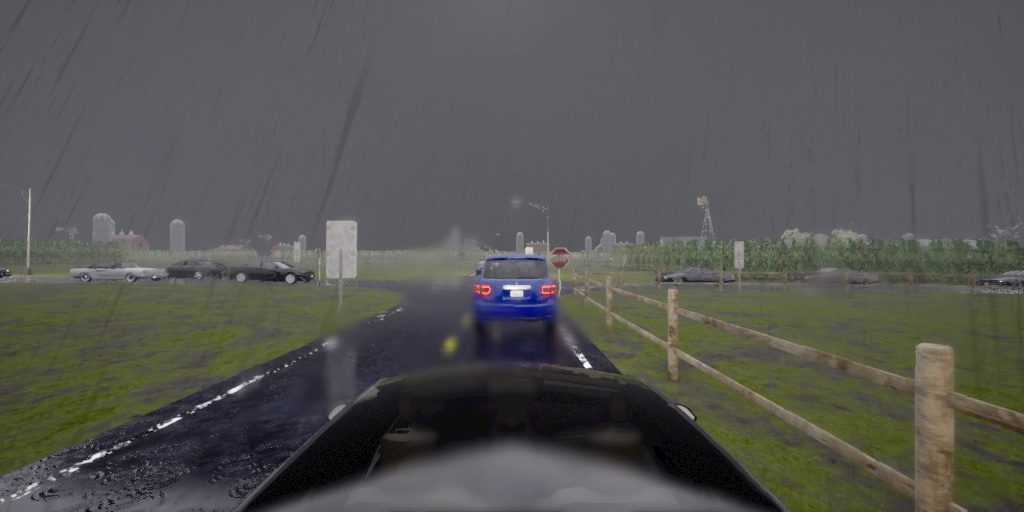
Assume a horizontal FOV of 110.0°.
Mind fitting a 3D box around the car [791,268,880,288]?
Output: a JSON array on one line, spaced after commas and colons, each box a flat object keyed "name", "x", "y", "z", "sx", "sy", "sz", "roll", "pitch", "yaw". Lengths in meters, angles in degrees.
[{"name": "car", "x": 23.986, "y": 1.611, "z": 26.656, "sx": 5.357, "sy": 1.411, "sz": 2.033, "roll": 1, "pitch": -1, "yaw": 0}]

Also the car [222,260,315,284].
[{"name": "car", "x": -15.788, "y": 1.047, "z": 23.803, "sx": 5.008, "sy": 1.535, "sz": 1.882, "roll": 1, "pitch": -1, "yaw": -1}]

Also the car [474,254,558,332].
[{"name": "car", "x": 0.060, "y": 0.973, "z": 11.048, "sx": 2.150, "sy": 2.045, "sz": 5.566, "roll": 0, "pitch": 0, "yaw": -1}]

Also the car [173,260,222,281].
[{"name": "car", "x": -23.940, "y": 1.029, "z": 26.734, "sx": 4.892, "sy": 1.490, "sz": 1.837, "roll": 1, "pitch": -1, "yaw": 0}]

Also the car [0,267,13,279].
[{"name": "car", "x": -36.911, "y": 0.898, "z": 23.819, "sx": 5.357, "sy": 1.411, "sz": 2.033, "roll": 1, "pitch": -1, "yaw": 0}]

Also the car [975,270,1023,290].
[{"name": "car", "x": 37.916, "y": 1.781, "z": 26.617, "sx": 5.357, "sy": 1.411, "sz": 2.033, "roll": 1, "pitch": -1, "yaw": 0}]

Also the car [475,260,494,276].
[{"name": "car", "x": -2.850, "y": 1.245, "z": 38.472, "sx": 1.837, "sy": 1.490, "sz": 4.892, "roll": 0, "pitch": 0, "yaw": -2}]

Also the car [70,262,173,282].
[{"name": "car", "x": -25.919, "y": 1.063, "z": 23.796, "sx": 4.718, "sy": 1.301, "sz": 1.895, "roll": 1, "pitch": -1, "yaw": 0}]

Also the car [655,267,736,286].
[{"name": "car", "x": 13.577, "y": 1.488, "z": 26.655, "sx": 5.357, "sy": 1.411, "sz": 2.033, "roll": 1, "pitch": -1, "yaw": -1}]

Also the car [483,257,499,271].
[{"name": "car", "x": -2.910, "y": 1.080, "z": 50.484, "sx": 2.097, "sy": 1.767, "sz": 4.553, "roll": 0, "pitch": 0, "yaw": 0}]
